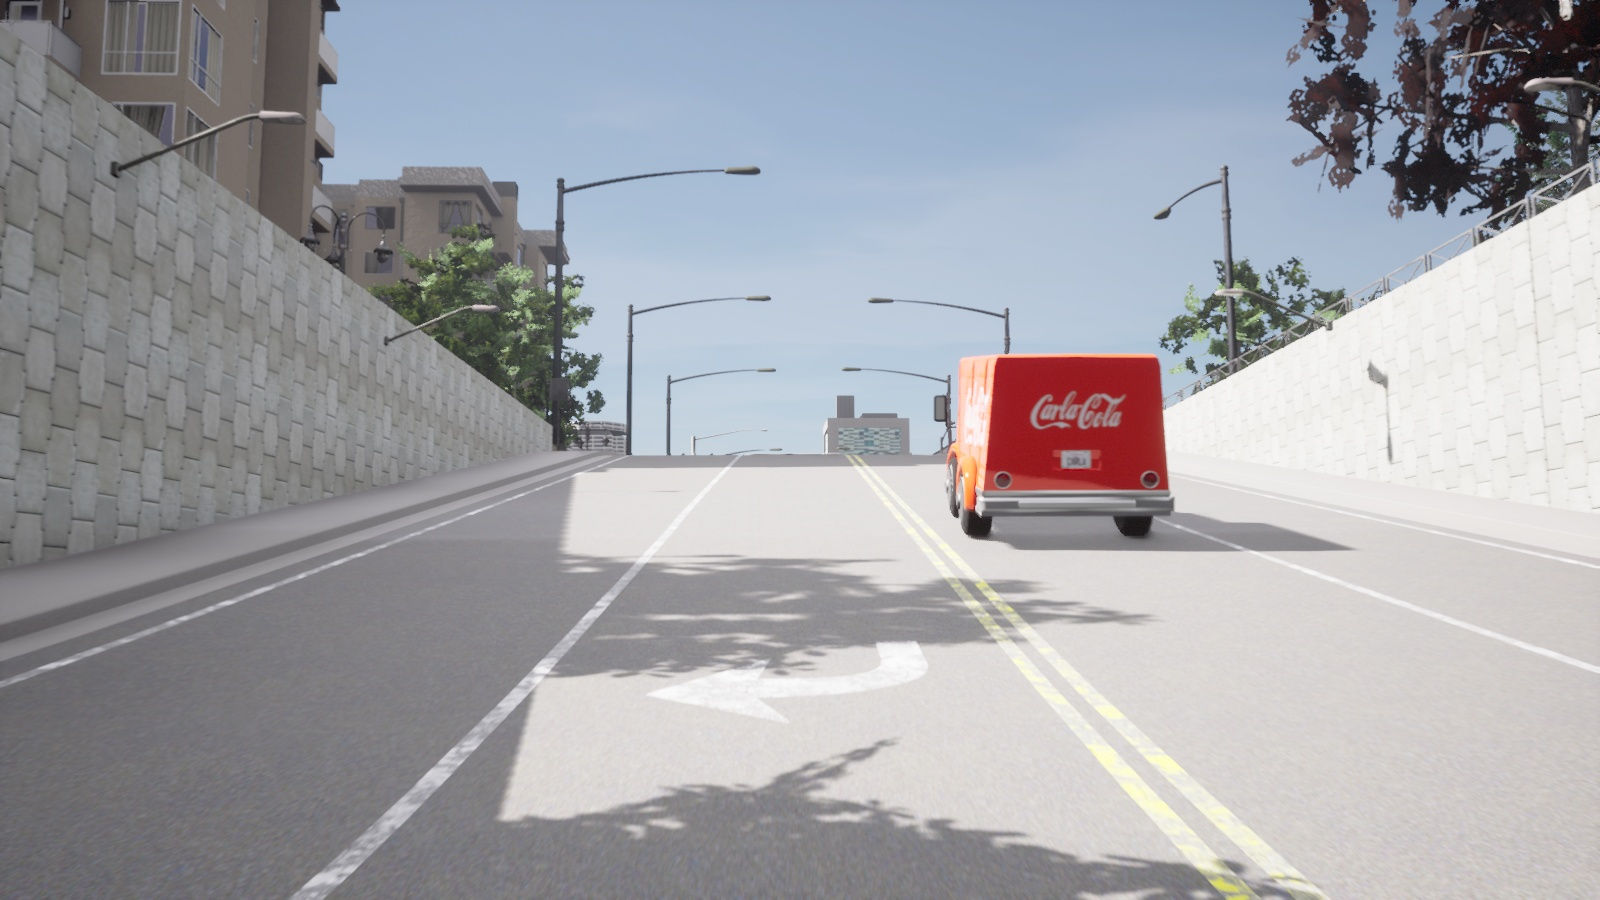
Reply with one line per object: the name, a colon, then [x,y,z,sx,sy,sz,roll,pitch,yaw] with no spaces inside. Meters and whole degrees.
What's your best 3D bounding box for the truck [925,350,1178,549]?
truck: [3.415,-0.140,18.362,2.627,2.467,5.204,-1,3,0]
